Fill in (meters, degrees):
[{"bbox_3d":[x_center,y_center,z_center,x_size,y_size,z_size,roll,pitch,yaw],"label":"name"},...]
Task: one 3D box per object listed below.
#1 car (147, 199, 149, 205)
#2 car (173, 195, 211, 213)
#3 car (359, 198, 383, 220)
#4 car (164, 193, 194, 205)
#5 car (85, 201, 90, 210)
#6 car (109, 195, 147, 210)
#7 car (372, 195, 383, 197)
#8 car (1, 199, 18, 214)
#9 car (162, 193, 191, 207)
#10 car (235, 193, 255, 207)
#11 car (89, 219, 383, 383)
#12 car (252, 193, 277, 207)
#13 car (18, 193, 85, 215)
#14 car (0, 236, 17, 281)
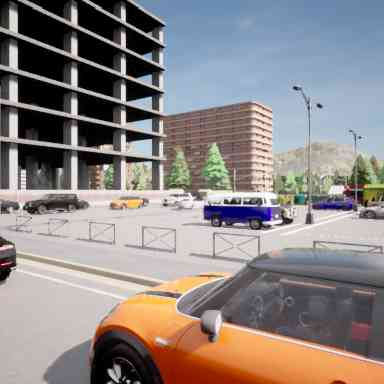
[{"bbox_3d":[-8.353,1.436,48.351,2.128,1.511,4.902,0,0,35],"label":"car"},{"bbox_3d":[0.078,1.470,41.774,1.812,1.442,4.674,0,0,35],"label":"car"},{"bbox_3d":[14.651,1.395,24.775,3.806,1.475,1.970,0,0,36],"label":"car"},{"bbox_3d":[-2.148,1.166,57.076,2.150,2.045,5.566,0,0,36],"label":"car"},{"bbox_3d":[-14.377,1.508,39.825,1.994,1.385,4.181,0,0,35],"label":"car"},{"bbox_3d":[-8.335,1.297,42.310,2.097,1.767,4.553,0,0,35],"label":"car"},{"bbox_3d":[17.857,1.153,29.341,4.605,1.855,1.932,0,0,36],"label":"car"},{"bbox_3d":[-19.519,1.436,32.551,2.128,1.511,4.902,0,0,36],"label":"car"},{"bbox_3d":[-2.259,1.166,50.894,2.150,2.045,5.566,0,0,35],"label":"car"},{"bbox_3d":[10.801,1.167,63.033,2.150,2.045,5.566,0,0,35],"label":"car"},{"bbox_3d":[1.074,1.352,3.223,4.553,1.767,2.097,0,0,35],"label":"car"},{"bbox_3d":[13.250,1.470,60.432,1.812,1.442,4.674,0,0,35],"label":"car"},{"bbox_3d":[-14.212,1.166,33.982,2.150,2.045,5.566,0,0,35],"label":"car"},{"bbox_3d":[-6.439,1.492,8.536,4.902,1.511,2.128,0,0,35],"label":"car"}]
